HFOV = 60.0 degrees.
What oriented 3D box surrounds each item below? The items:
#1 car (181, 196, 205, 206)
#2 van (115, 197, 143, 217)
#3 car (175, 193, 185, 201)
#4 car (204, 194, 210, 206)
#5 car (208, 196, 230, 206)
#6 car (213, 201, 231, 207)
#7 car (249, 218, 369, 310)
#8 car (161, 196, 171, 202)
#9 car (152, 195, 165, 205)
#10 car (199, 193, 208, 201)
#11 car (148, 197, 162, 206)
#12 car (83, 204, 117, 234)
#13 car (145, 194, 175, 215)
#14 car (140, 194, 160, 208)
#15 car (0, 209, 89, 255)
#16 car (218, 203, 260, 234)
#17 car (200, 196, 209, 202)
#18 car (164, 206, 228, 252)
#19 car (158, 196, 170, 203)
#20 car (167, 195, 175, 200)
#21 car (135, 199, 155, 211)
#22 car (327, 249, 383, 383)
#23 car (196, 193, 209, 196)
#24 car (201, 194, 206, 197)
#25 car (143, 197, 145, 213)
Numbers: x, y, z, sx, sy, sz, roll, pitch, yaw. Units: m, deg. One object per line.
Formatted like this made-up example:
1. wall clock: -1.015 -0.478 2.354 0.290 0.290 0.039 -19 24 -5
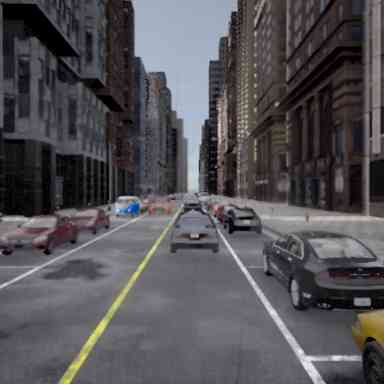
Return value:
1. car: 0.091 1.465 33.714 1.837 1.490 4.892 0 0 0
2. van: -5.771 1.306 29.965 1.690 1.788 3.998 0 0 0
3. car: -3.015 1.397 75.176 1.994 1.385 4.181 0 0 0
4. car: 2.752 1.393 41.185 1.967 1.590 4.097 0 0 0
5. car: 2.754 1.405 29.982 1.967 1.590 4.097 0 0 0
6. car: 2.756 1.553 24.381 1.802 1.307 4.206 0 0 0
7. car: 2.759 1.541 7.575 2.008 1.369 4.403 0 0 0
8. car: -5.780 1.493 74.781 1.947 1.339 4.313 0 0 0
9. car: -5.777 1.378 57.975 1.967 1.590 4.097 0 0 0
10. car: 2.743 1.240 80.397 2.192 1.841 5.009 0 0 0
11. car: -5.775 1.524 52.373 1.802 1.307 4.206 0 0 0
12. car: -5.768 1.559 18.760 1.802 1.307 4.206 0 0 0
13. car: -3.103 1.313 33.147 2.097 1.767 4.553 0 0 0
14. car: -5.775 1.263 46.771 2.192 1.841 5.009 0 0 0
15. car: -5.767 1.565 13.159 1.802 1.307 4.206 0 0 0
16. car: 2.757 1.543 18.779 1.947 1.339 4.313 0 0 0
17. car: 2.745 1.509 74.796 1.802 1.307 4.206 0 0 0
18. car: 0.093 1.530 13.733 2.033 1.411 5.357 0 0 0
19. car: -5.778 1.496 69.179 1.947 1.339 4.313 0 0 0
20. car: -5.783 1.466 91.588 1.887 1.381 4.507 0 0 0
21. car: -5.773 1.535 41.169 1.802 1.307 4.206 0 0 0
22. car: 2.760 1.523 2.144 1.752 1.417 4.829 0 0 0
23. car: 2.381 1.154 63.959 2.150 2.045 5.566 0 0 0
24. car: 2.750 1.468 52.559 1.752 1.417 4.829 0 0 0
25. car: -5.772 1.484 35.397 1.752 1.417 4.829 0 0 0
